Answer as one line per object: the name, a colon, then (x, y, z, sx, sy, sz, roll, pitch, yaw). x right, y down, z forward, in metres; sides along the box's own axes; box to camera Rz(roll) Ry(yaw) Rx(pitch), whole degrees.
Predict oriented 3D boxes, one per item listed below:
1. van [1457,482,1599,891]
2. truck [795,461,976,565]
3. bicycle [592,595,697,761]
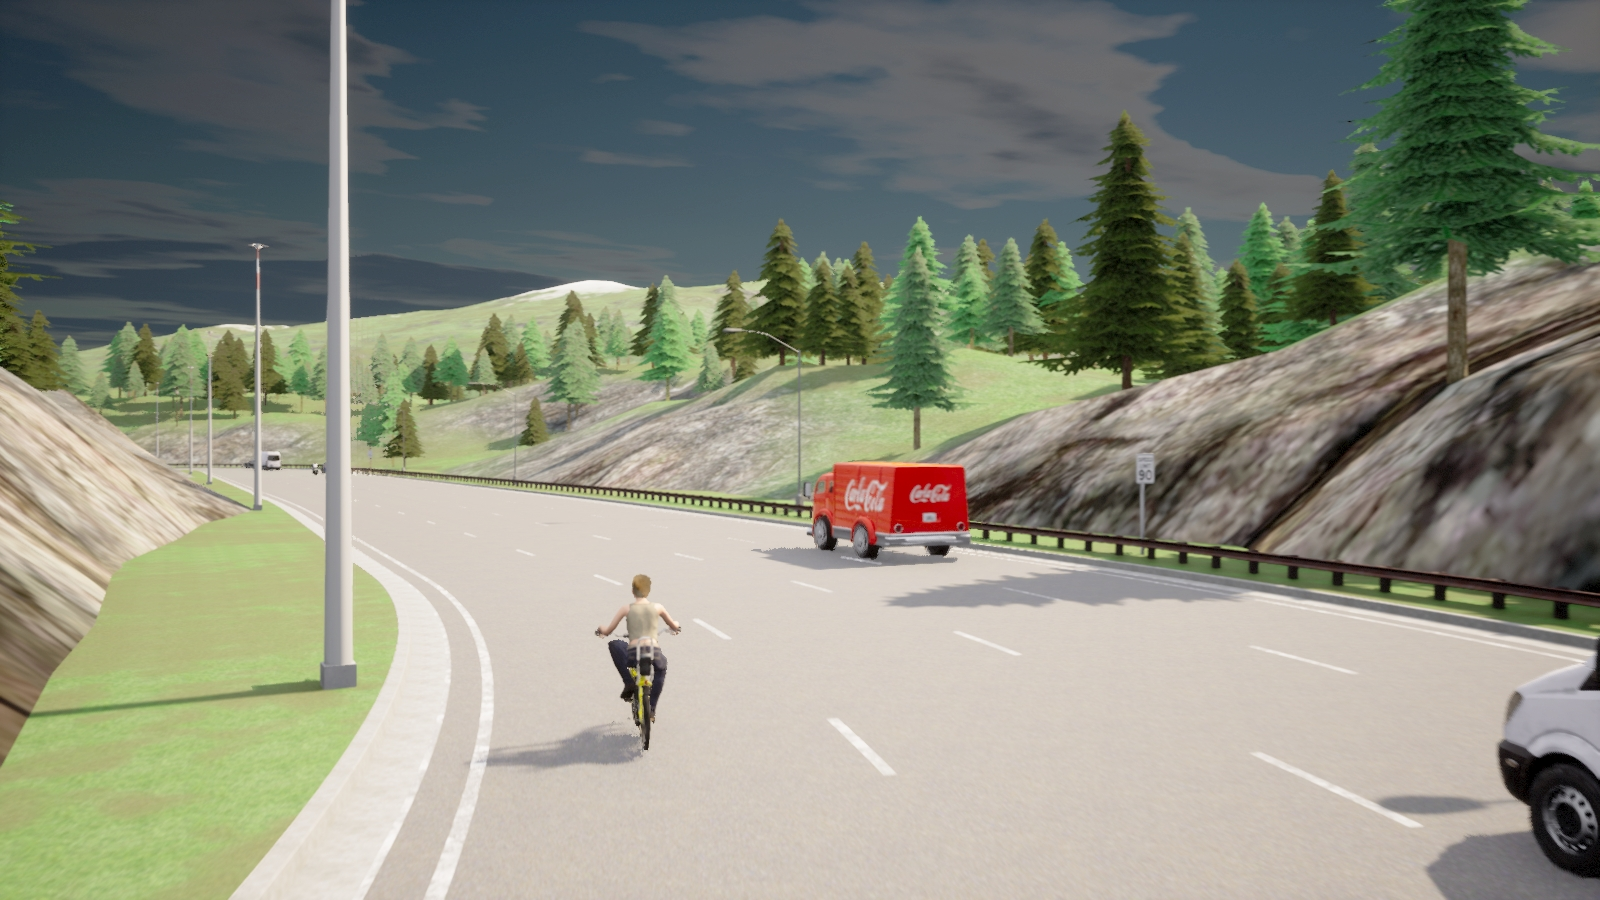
van: (6.266, 1.532, 5.751, 1.988, 2.561, 5.915, 1, 0, -6)
truck: (2.166, 1.565, 30.807, 2.627, 2.467, 5.204, 0, 0, -25)
bicycle: (-1.539, 2.156, 11.096, 0.859, 1.276, 1.487, -1, 0, -13)
